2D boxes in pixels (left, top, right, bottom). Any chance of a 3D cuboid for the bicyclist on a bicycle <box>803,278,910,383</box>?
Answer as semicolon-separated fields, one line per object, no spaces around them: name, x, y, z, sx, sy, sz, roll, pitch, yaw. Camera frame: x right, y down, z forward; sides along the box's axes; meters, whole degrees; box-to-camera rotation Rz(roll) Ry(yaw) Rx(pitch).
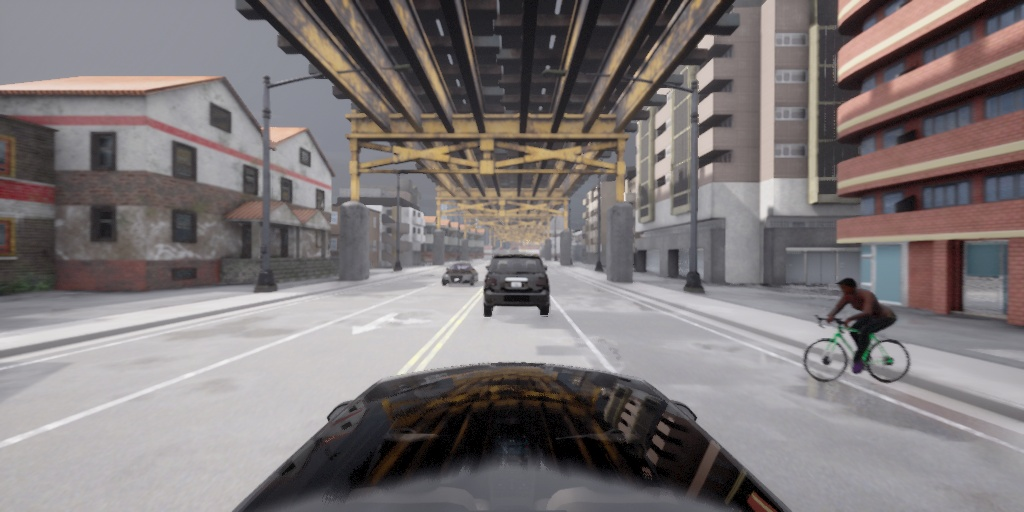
bicyclist on a bicycle;5.353;1.163;5.562;1.656;1.620;0.582;0;0;0

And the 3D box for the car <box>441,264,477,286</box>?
car;-3.336;1.211;23.627;1.994;1.385;4.181;0;0;0

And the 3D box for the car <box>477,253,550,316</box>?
car;0.166;0.930;13.327;2.150;2.045;5.566;0;0;1
